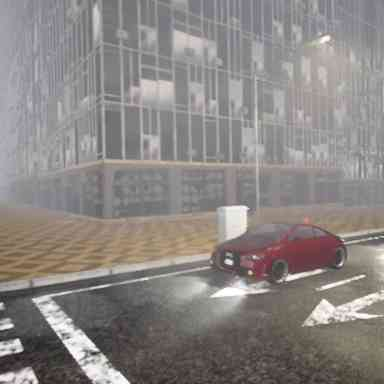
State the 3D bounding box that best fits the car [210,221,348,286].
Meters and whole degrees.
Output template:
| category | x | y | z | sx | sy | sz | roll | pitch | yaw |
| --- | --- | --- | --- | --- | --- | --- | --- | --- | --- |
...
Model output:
| category | x | y | z | sx | sy | sz | roll | pitch | yaw |
| --- | --- | --- | --- | --- | --- | --- | --- | --- | --- |
| car | 2.546 | 1.550 | 9.471 | 4.181 | 1.385 | 1.994 | -1 | 0 | -35 |
